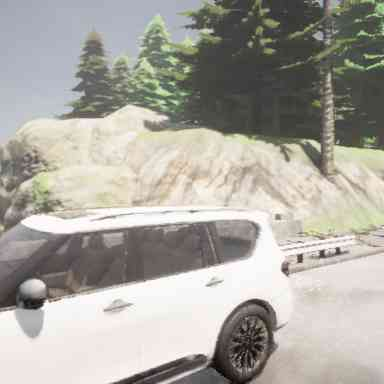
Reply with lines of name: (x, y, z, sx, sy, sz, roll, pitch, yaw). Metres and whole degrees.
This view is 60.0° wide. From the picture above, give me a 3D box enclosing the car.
car: (-1.179, 1.216, 3.843, 5.566, 2.045, 2.150, 0, 0, -36)
